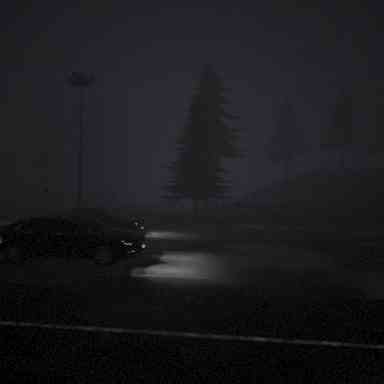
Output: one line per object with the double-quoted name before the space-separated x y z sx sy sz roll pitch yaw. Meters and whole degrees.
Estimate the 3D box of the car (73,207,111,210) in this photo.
"car" -5.287 1.507 18.143 5.357 1.411 2.033 1 0 7

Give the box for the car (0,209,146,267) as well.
"car" -3.955 1.473 10.922 4.892 1.490 1.837 0 0 7

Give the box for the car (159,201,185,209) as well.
"car" -2.649 1.558 45.553 2.033 1.411 5.357 1 0 21
